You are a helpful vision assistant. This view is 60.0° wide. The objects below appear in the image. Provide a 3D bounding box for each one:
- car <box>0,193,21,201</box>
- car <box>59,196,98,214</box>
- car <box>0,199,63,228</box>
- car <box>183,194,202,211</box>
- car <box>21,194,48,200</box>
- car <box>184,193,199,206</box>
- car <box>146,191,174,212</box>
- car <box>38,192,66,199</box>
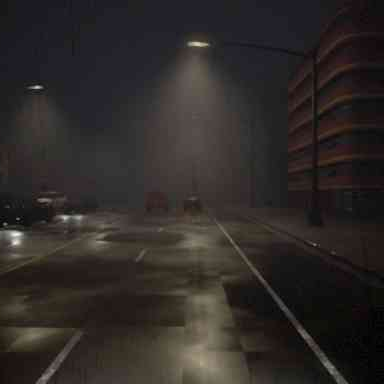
[{"bbox_3d":[-14.114,1.094,22.207,2.150,2.045,5.566,0,1,-1],"label":"car"},{"bbox_3d":[-10.572,1.319,32.108,2.033,1.411,5.357,0,1,0],"label":"car"},{"bbox_3d":[-10.616,1.418,21.571,2.033,1.411,5.357,0,0,0],"label":"car"},{"bbox_3d":[0.067,1.213,35.218,2.128,1.511,4.902,0,1,0],"label":"car"},{"bbox_3d":[-14.026,1.154,27.424,1.812,1.442,4.674,0,1,0],"label":"car"},{"bbox_3d":[-0.012,1.009,47.906,2.097,1.767,4.553,0,0,0],"label":"car"},{"bbox_3d":[-3.432,0.957,34.512,2.150,2.045,5.566,0,1,0],"label":"car"},{"bbox_3d":[-14.073,0.996,32.623,2.150,2.045,5.566,0,1,1],"label":"car"}]
